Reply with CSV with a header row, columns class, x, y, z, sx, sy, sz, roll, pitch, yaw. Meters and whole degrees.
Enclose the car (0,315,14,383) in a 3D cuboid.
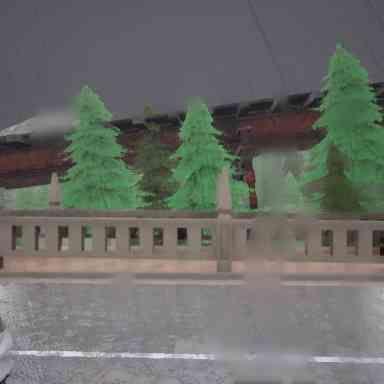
class,x,y,z,sx,sy,sz,roll,pitch,yaw
car,-4.155,1.534,3.076,4.674,1.442,1.812,0,0,3
